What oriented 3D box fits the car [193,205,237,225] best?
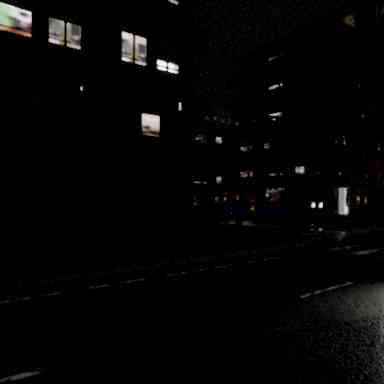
[{"bbox_3d":[1.466,1.996,28.446,1.802,1.307,4.206,-1,0,-36],"label":"car"}]

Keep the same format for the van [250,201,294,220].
[{"bbox_3d":[8.202,1.782,33.370,1.690,1.788,3.998,-1,0,-36],"label":"van"}]

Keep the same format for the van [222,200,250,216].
[{"bbox_3d":[4.881,1.855,37.883,1.690,1.788,3.998,-1,0,-36],"label":"van"}]

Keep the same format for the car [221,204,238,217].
[{"bbox_3d":[1.859,2.060,32.240,1.895,1.301,4.718,0,-1,-36],"label":"car"}]
